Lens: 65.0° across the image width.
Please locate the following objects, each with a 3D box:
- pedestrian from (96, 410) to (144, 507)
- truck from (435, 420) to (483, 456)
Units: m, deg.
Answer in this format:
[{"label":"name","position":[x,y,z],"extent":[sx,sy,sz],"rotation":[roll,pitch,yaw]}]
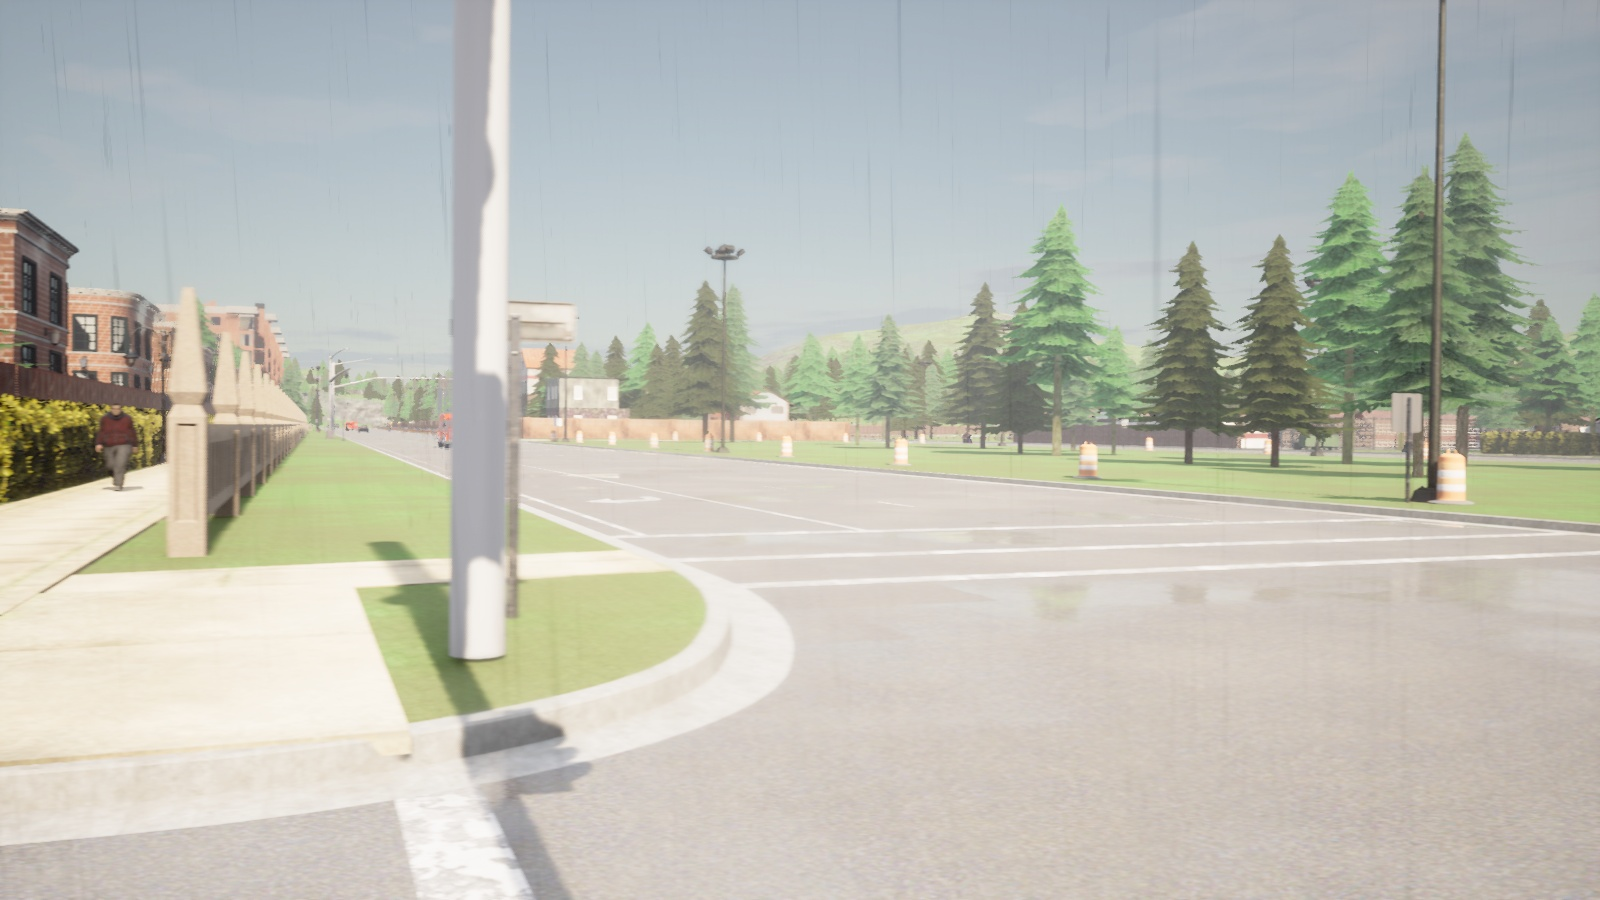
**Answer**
[{"label":"pedestrian","position":[-13.138,0.154,24.291],"extent":[0.634,1.844,0.899],"rotation":[-1,1,-18]},{"label":"truck","position":[-23.895,-0.859,87.796],"extent":[2.627,2.467,5.204],"rotation":[-1,1,-21]}]
